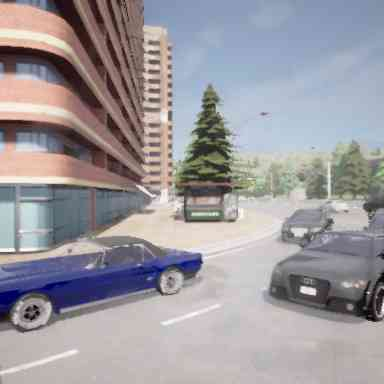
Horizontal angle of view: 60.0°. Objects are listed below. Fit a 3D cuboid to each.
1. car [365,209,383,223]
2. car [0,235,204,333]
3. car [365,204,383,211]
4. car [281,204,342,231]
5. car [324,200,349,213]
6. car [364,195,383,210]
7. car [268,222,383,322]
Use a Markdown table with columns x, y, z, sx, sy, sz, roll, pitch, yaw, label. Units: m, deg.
| x | y | z | sx | sy | sz | roll | pitch | yaw | label |
| --- | --- | --- | --- | --- | --- | --- | --- | --- | --- |
| 7.884 | 1.595 | 12.930 | 2.033 | 1.411 | 5.357 | -1 | -1 | 32 | car |
| -2.059 | 1.673 | 7.159 | 4.718 | 1.301 | 1.895 | 0 | -1 | -41 | car |
| 10.216 | 1.589 | 17.216 | 1.812 | 1.442 | 4.674 | -1 | 0 | 26 | car |
| 5.801 | 1.580 | 16.332 | 2.128 | 1.511 | 4.902 | -1 | -1 | 30 | car |
| 17.055 | 1.714 | 39.914 | 1.812 | 1.442 | 4.674 | 0 | 0 | -2 | car |
| 20.671 | 1.353 | 35.573 | 2.150 | 2.045 | 5.566 | 0 | 0 | 0 | car |
| 3.502 | 1.600 | 7.424 | 1.994 | 1.385 | 4.181 | -1 | -1 | 45 | car |
